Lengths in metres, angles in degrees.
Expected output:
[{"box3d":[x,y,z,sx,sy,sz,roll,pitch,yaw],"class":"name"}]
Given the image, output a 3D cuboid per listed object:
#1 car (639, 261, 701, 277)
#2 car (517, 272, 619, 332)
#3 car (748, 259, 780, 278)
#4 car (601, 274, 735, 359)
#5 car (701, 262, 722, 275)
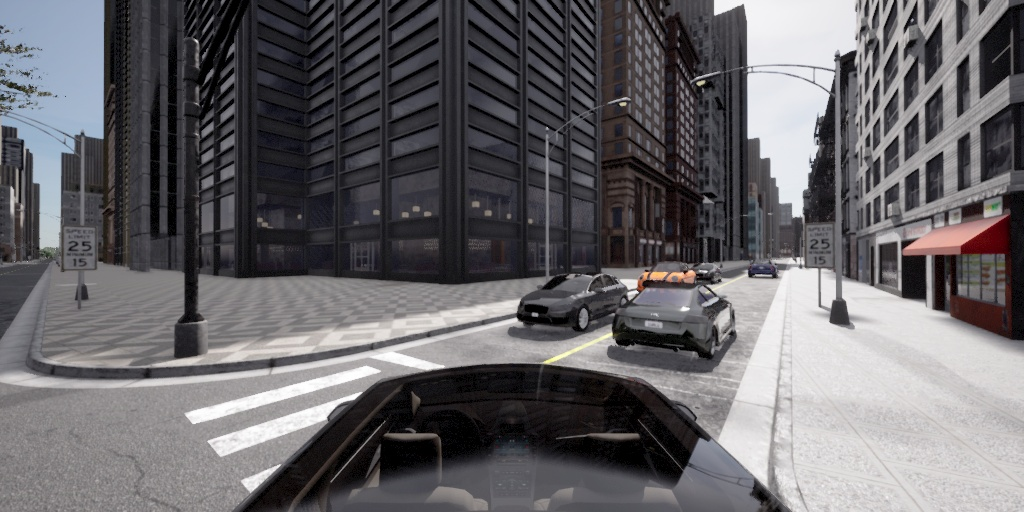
[{"box3d":[8.398,1.106,19.302,2.097,1.767,4.553,0,0,38],"class":"car"},{"box3d":[2.084,1.266,11.185,1.837,1.490,4.892,0,0,38],"class":"car"},{"box3d":[23.601,1.073,33.697,2.097,1.767,4.553,0,0,38],"class":"car"},{"box3d":[4.006,1.310,8.606,1.994,1.385,4.181,0,0,38],"class":"car"},{"box3d":[14.695,1.251,27.379,1.837,1.490,4.892,0,0,38],"class":"car"}]
